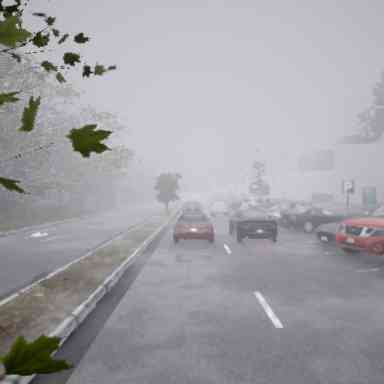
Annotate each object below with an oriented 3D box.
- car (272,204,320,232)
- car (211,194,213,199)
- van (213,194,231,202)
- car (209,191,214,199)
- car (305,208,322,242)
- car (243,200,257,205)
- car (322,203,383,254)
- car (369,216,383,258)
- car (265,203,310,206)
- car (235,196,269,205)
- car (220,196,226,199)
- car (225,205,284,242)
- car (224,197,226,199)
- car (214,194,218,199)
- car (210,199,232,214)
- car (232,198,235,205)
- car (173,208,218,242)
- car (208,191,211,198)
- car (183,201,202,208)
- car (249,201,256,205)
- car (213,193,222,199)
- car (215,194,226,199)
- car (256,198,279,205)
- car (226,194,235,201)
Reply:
[{"bbox_3d":[8.037,1.716,21.376,5.008,1.535,2.097,1,-1,-20],"label":"car"},{"bbox_3d":[7.964,1.753,81.369,4.892,1.521,2.231,1,0,-20],"label":"car"},{"bbox_3d":[7.858,1.502,87.290,4.442,1.987,1.878,1,1,-20],"label":"van"},{"bbox_3d":[7.945,1.489,84.337,5.566,2.045,2.435,1,0,-20],"label":"car"},{"bbox_3d":[8.026,1.672,15.359,4.792,1.488,2.163,1,0,-20],"label":"car"},{"bbox_3d":[8.055,1.861,33.400,4.792,1.488,2.163,1,-1,-20],"label":"car"},{"bbox_3d":[8.035,1.357,12.359,5.566,2.045,2.435,1,0,-20],"label":"car"},{"bbox_3d":[7.885,1.569,9.305,5.366,1.575,1.946,1,0,-20],"label":"car"},{"bbox_3d":[8.043,1.790,24.376,4.674,1.452,2.002,1,0,-20],"label":"car"},{"bbox_3d":[8.055,1.599,36.401,5.566,2.045,2.435,1,0,-20],"label":"car"},{"bbox_3d":[7.974,1.874,57.398,4.792,1.488,2.163,1,0,-20],"label":"car"},{"bbox_3d":[3.078,1.660,17.541,1.882,1.535,5.008,0,-1,0],"label":"car"},{"bbox_3d":[8.179,1.864,51.474,5.366,1.575,1.946,1,0,-20],"label":"car"},{"bbox_3d":[7.977,1.827,72.422,4.674,1.452,2.002,1,0,-20],"label":"car"},{"bbox_3d":[3.054,1.893,37.520,1.812,1.442,4.674,0,0,0],"label":"car"},{"bbox_3d":[7.850,1.857,39.327,5.366,1.575,1.946,1,0,-20],"label":"car"},{"bbox_3d":[0.079,1.745,17.386,1.994,1.385,4.181,0,-1,0],"label":"car"},{"bbox_3d":[7.988,1.466,90.333,5.566,2.045,2.435,1,0,-20],"label":"car"},{"bbox_3d":[0.057,1.709,35.520,2.097,1.767,4.553,0,0,0],"label":"car"},{"bbox_3d":[8.036,1.852,30.375,4.674,1.452,2.002,1,0,-20],"label":"car"},{"bbox_3d":[7.950,1.649,75.394,4.553,1.767,2.185,1,0,-20],"label":"car"},{"bbox_3d":[7.959,1.827,69.404,4.792,1.488,2.163,1,0,-20],"label":"car"},{"bbox_3d":[8.069,1.656,27.388,4.553,1.767,2.185,1,0,-20],"label":"car"},{"bbox_3d":[7.992,1.624,45.382,5.566,2.045,2.435,1,0,-20],"label":"car"}]
